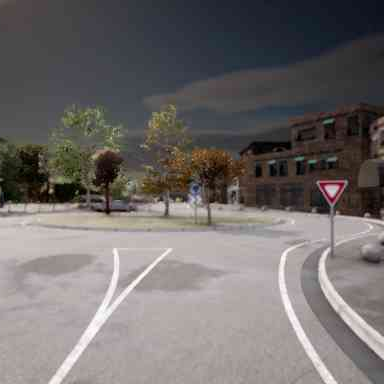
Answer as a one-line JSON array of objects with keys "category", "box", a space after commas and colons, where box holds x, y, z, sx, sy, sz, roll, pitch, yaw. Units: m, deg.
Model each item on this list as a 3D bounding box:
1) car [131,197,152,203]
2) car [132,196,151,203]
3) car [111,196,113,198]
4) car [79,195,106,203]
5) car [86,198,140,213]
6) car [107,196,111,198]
[{"category": "car", "box": [-12.356, 2.001, 82.024, 5.008, 1.535, 2.097, 0, -1, -2]}, {"category": "car", "box": [-12.274, 1.800, 78.994, 4.553, 1.767, 2.185, 0, -1, -2]}, {"category": "car", "box": [-25.137, 2.293, 91.884, 5.366, 1.575, 1.946, 0, -2, -2]}, {"category": "car", "box": [-24.552, 1.723, 80.729, 5.566, 2.045, 2.435, 0, -1, -2]}, {"category": "car", "box": [-9.157, 1.762, 39.201, 5.357, 1.411, 2.033, 1, -1, -36]}, {"category": "car", "box": [-24.746, 1.863, 86.187, 5.566, 2.045, 2.435, 0, -1, -2]}]
